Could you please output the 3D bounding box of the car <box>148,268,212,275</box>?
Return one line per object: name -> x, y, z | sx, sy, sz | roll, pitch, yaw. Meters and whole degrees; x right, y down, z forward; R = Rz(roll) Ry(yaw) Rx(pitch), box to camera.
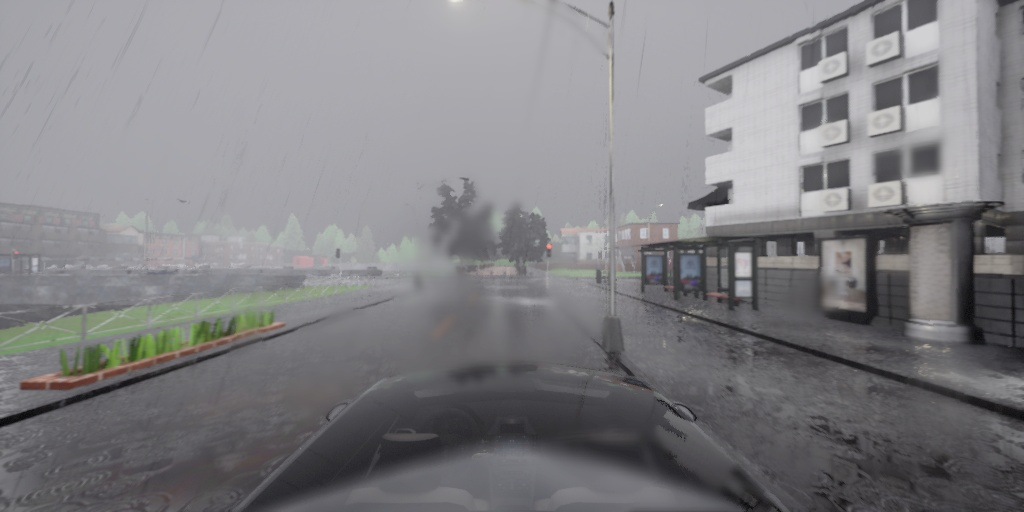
car -> -31.068, 1.755, 33.717 | 4.718, 1.301, 1.895 | 0, -1, 0
